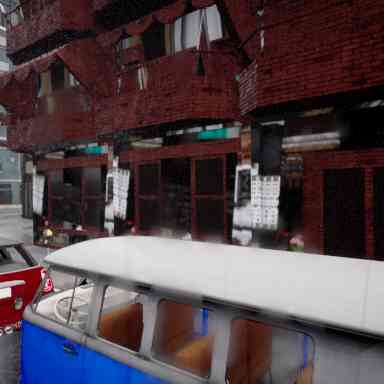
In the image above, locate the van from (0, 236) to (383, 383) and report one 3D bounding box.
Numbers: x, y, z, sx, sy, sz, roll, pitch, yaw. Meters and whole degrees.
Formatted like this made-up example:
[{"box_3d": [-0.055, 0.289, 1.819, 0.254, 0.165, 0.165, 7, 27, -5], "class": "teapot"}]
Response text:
[{"box_3d": [0.286, 1.341, 2.530, 3.998, 1.788, 1.690, 0, -1, 35], "class": "van"}]
